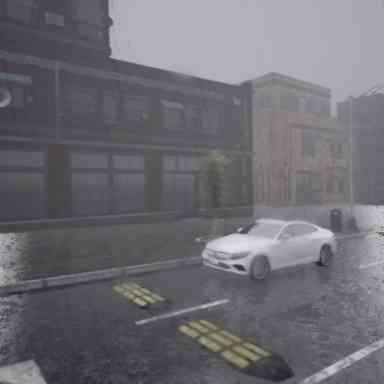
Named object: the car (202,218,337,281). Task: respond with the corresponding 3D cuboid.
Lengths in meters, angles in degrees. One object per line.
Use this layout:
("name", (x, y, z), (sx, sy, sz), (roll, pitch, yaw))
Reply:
("car", (2.481, 1.536, 9.982), (4.674, 1.442, 1.812), (0, 0, -35))
